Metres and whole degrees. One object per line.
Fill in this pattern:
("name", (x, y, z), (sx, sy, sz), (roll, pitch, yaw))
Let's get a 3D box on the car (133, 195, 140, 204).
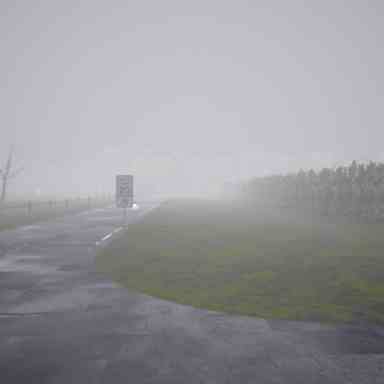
("car", (-9.427, 1.129, 52.366), (1.895, 1.301, 4.718), (0, 1, -2))
